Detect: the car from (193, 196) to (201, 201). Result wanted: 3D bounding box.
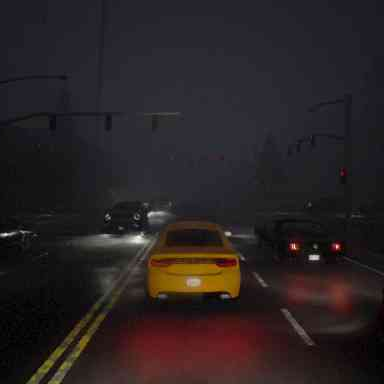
[{"bbox_3d":[1.303,1.595,88.213,1.895,1.301,4.718,0,0,-1],"label":"car"}]

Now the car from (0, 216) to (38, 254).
[{"bbox_3d":[-7.160,1.547,11.231,2.033,1.411,5.357,0,0,-1],"label":"car"}]

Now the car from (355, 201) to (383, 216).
[{"bbox_3d":[18.772,1.547,32.200,5.357,1.411,2.033,0,0,-2],"label":"car"}]

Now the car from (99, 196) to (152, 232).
[{"bbox_3d":[-3.838,1.352,19.986,2.097,1.767,4.553,0,0,-2],"label":"car"}]

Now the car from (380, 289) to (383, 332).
[{"bbox_3d":[3.597,1.478,2.711,1.882,1.535,5.008,0,0,0],"label":"car"}]

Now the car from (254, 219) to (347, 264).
[{"bbox_3d":[3.502,1.601,11.801,1.895,1.301,4.718,0,0,-1],"label":"car"}]

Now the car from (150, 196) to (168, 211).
[{"bbox_3d":[-4.339,1.492,40.815,2.128,1.511,4.902,0,0,-5],"label":"car"}]

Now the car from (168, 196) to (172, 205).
[{"bbox_3d":[-4.976,1.525,57.201,1.812,1.442,4.674,0,0,-1],"label":"car"}]

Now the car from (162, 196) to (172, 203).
[{"bbox_3d":[-5.254,1.552,71.018,1.994,1.385,4.181,0,0,-1],"label":"car"}]

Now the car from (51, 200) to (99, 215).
[{"bbox_3d":[-11.597,1.547,34.386,5.357,1.411,2.033,0,0,-34],"label":"car"}]

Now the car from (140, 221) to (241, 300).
[{"bbox_3d":[0.034,1.478,8.477,1.882,1.535,5.008,0,0,0],"label":"car"}]

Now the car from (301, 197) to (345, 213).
[{"bbox_3d":[14.082,1.352,35.565,4.553,1.767,2.097,0,0,-2],"label":"car"}]

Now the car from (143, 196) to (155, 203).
[{"bbox_3d":[-8.677,1.563,67.840,1.994,1.385,4.181,0,0,-1],"label":"car"}]

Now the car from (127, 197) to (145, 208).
[{"bbox_3d":[-8.286,1.477,49.379,1.882,1.535,5.008,0,0,-2],"label":"car"}]
